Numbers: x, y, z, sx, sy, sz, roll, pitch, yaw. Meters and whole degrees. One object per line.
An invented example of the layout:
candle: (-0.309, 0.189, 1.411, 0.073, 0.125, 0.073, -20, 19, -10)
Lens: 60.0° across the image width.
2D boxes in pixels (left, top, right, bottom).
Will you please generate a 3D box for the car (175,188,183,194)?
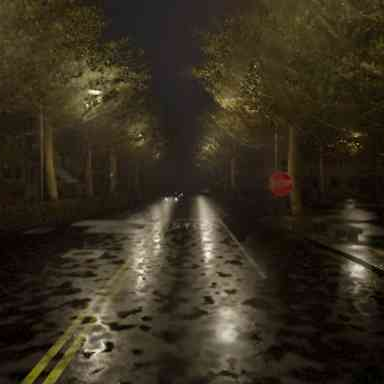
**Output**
car: (-3.386, -0.304, 88.084, 1.895, 1.301, 4.718, 0, 1, 0)

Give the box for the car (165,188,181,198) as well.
car: (-3.491, 0.116, 57.604, 2.097, 1.767, 4.553, 0, 1, 0)

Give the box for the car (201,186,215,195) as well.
car: (3.147, -0.338, 73.062, 2.435, 2.045, 5.566, 0, 1, 0)

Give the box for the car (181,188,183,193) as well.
car: (-3.406, -0.024, 72.939, 2.033, 1.411, 5.357, 0, 1, 0)
